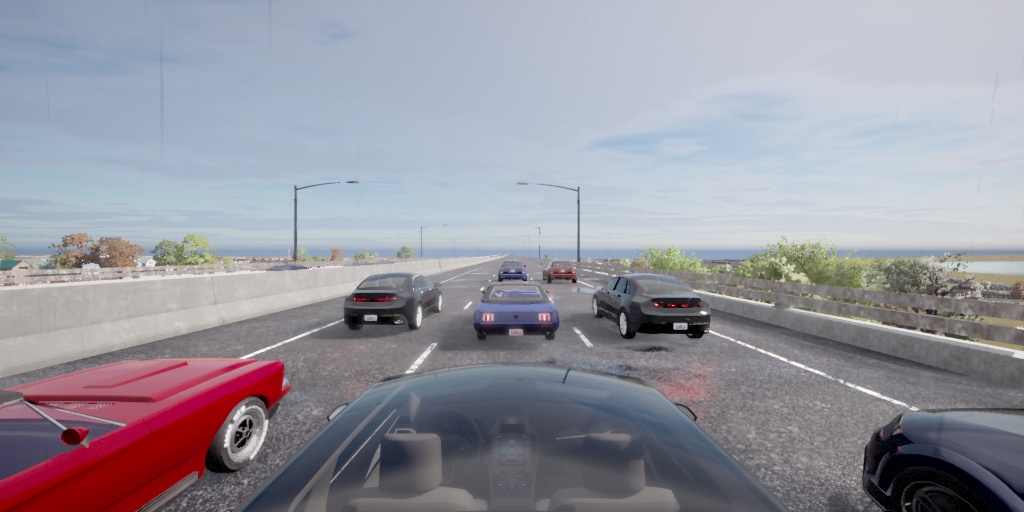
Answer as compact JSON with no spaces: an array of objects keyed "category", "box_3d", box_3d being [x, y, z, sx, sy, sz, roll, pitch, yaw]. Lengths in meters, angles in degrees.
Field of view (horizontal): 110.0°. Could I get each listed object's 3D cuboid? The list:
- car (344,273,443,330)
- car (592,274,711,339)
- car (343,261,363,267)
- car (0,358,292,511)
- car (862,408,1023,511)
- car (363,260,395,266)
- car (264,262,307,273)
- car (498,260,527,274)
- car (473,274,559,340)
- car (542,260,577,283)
[{"category":"car","box_3d":[-3.413,1.251,11.087,1.837,1.490,4.892,0,0,0]},{"category":"car","box_3d":[3.588,1.252,10.067,1.837,1.490,4.892,0,0,0]},{"category":"car","box_3d":[-17.652,1.281,41.130,2.033,1.411,5.357,0,0,0]},{"category":"car","box_3d":[-3.403,1.351,1.859,1.895,1.301,4.718,0,0,0]},{"category":"car","box_3d":[3.595,1.314,0.904,1.994,1.385,4.181,0,0,1]},{"category":"car","box_3d":[-14.149,1.212,39.519,1.882,1.535,5.008,0,0,0]},{"category":"car","box_3d":[-21.143,1.301,33.691,1.994,1.385,4.181,0,0,0]},{"category":"car","box_3d":[0.062,1.092,27.539,2.097,1.767,4.553,0,0,0]},{"category":"car","box_3d":[0.089,1.348,9.911,1.895,1.301,4.718,0,0,0]},{"category":"car","box_3d":[3.569,1.092,27.544,2.097,1.767,4.553,0,0,-1]}]
